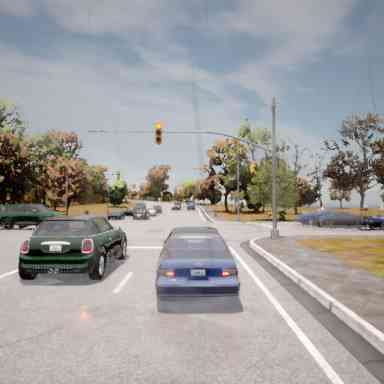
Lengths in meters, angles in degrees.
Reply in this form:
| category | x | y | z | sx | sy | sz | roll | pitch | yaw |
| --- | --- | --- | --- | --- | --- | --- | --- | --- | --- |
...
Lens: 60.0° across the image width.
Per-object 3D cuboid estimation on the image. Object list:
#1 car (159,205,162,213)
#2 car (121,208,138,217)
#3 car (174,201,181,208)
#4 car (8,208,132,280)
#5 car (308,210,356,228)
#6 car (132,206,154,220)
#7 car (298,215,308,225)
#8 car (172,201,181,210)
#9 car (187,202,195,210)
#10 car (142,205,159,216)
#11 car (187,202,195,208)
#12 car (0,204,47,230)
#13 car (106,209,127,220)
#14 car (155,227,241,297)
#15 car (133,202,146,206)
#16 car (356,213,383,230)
| category | x | y | z | sx | sy | sz | roll | pitch | yaw |
| --- | --- | --- | --- | --- | --- | --- | --- | --- | --- |
| car | -7.198 | 3.488 | 67.979 | 1.837 | 1.490 | 4.892 | 0 | 0 | 0 |
| car | -10.740 | 3.504 | 57.478 | 1.895 | 1.301 | 4.718 | 0 | -1 | 0 |
| car | -3.833 | 3.248 | 87.867 | 1.837 | 1.490 | 4.892 | 0 | 0 | -4 |
| car | -3.444 | 1.486 | 10.515 | 2.097 | 1.767 | 4.553 | 0 | -1 | 0 |
| car | 12.993 | 2.451 | 29.645 | 4.181 | 1.385 | 1.994 | 0 | -3 | -2 |
| car | -7.220 | 3.158 | 47.798 | 2.128 | 1.511 | 4.902 | 0 | -2 | 1 |
| car | 13.158 | 2.525 | 33.140 | 5.008 | 1.535 | 1.882 | 0 | -3 | -1 |
| car | -3.712 | 3.539 | 77.834 | 1.895 | 1.301 | 4.718 | 0 | 0 | 0 |
| car | -0.212 | 3.467 | 77.779 | 1.812 | 1.442 | 4.674 | 0 | 0 | 0 |
| car | -7.237 | 3.433 | 57.689 | 1.812 | 1.442 | 4.674 | 0 | -1 | 0 |
| car | -0.334 | 3.305 | 87.961 | 1.994 | 1.385 | 4.181 | 0 | 0 | -4 |
| car | -12.758 | 1.979 | 26.725 | 5.566 | 2.045 | 2.150 | -1 | -3 | 7 |
| car | -10.762 | 3.208 | 47.601 | 2.033 | 1.411 | 5.357 | 0 | -2 | -3 |
| car | 0.068 | 1.646 | 8.901 | 2.033 | 1.411 | 5.357 | 0 | -1 | -1 |
| car | -10.687 | 3.204 | 68.235 | 2.150 | 2.045 | 5.566 | 0 | 0 | 0 |
| car | 15.912 | 2.321 | 26.051 | 4.718 | 1.301 | 1.895 | 0 | -3 | -2 |
